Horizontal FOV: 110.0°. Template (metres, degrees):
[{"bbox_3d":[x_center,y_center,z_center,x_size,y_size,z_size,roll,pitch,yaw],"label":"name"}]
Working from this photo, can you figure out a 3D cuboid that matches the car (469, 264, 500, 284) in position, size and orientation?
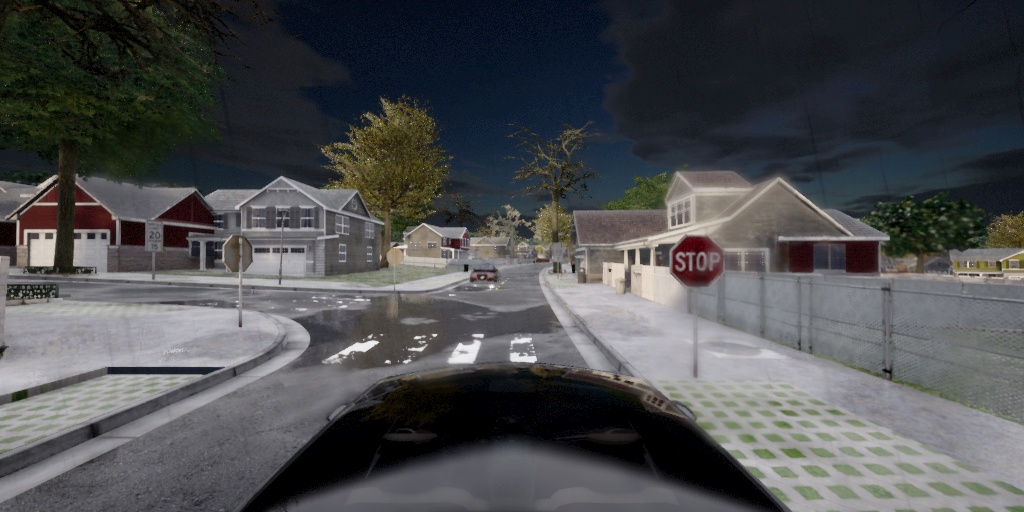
[{"bbox_3d":[-1.996,1.343,27.462,1.994,1.385,4.181,0,0,3],"label":"car"}]
